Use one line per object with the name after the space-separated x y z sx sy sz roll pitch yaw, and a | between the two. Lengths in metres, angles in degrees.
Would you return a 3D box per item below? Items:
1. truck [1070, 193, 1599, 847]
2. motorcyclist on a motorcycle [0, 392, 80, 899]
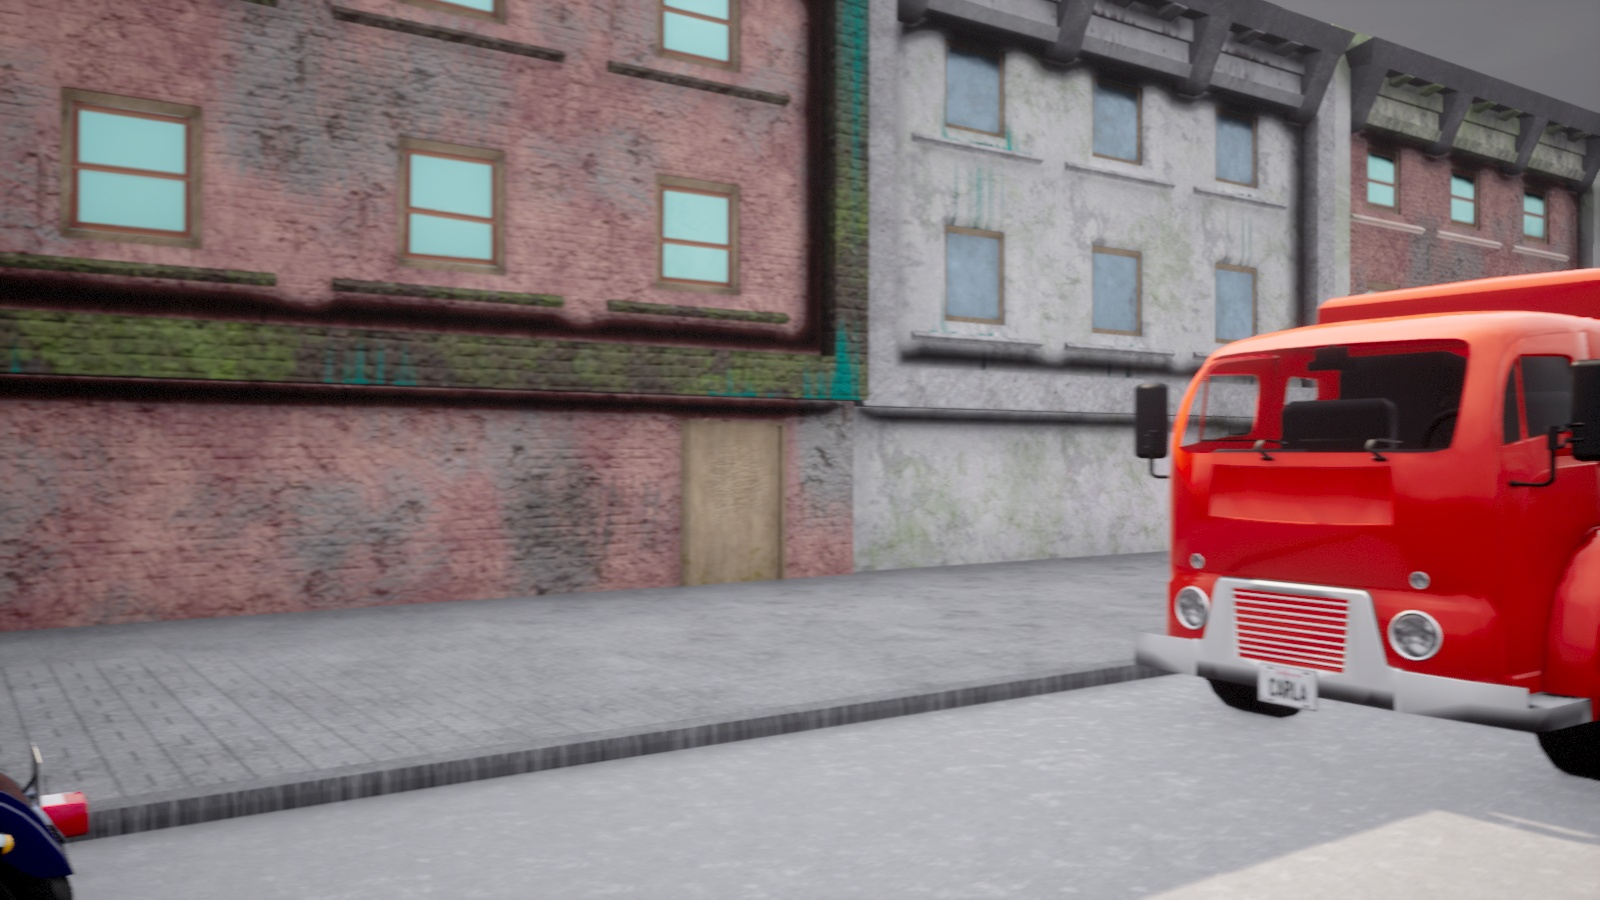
4.371 0.267 7.301 5.204 2.467 2.627 0 0 -35 | truck
-2.743 0.707 2.359 2.350 1.649 0.766 0 0 -35 | motorcyclist on a motorcycle
